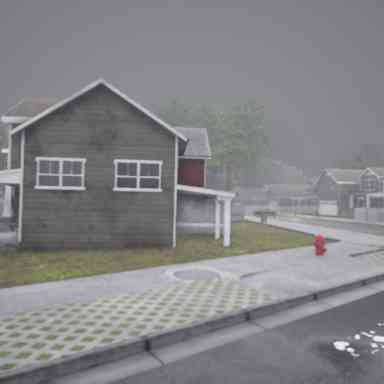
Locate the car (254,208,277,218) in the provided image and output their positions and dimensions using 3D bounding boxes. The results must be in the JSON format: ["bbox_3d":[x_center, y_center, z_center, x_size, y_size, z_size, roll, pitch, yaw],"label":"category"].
[{"bbox_3d":[10.253,2.889,46.552,1.895,1.301,4.718,2,-2,-7],"label":"car"}]
